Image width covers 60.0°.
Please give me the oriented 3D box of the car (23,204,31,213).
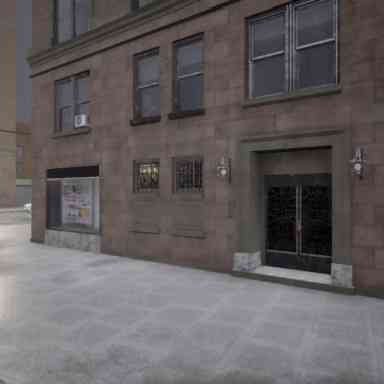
[{"bbox_3d":[-15.648,1.438,35.818,1.812,1.442,4.674,0,0,35],"label":"car"}]
